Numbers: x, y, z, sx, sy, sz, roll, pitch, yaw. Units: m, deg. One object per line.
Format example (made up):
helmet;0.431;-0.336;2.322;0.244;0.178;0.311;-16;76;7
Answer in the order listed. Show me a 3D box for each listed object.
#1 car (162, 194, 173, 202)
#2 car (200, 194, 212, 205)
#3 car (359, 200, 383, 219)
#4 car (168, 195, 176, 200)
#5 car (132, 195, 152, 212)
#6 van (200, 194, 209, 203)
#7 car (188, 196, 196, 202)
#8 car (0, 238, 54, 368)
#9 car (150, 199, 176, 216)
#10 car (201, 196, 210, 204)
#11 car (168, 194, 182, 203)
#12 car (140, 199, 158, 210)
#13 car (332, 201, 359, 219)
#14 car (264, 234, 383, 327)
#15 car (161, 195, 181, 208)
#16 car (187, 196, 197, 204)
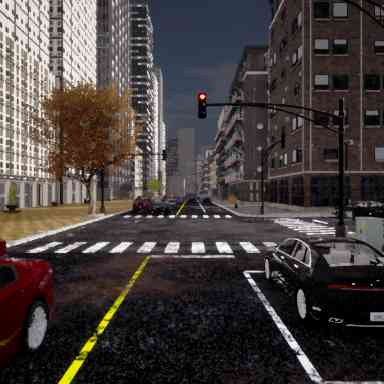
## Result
car;-5.724;1.386;77.990;2.192;1.841;5.009;0;0;0
car;2.664;1.611;61.424;1.947;1.339;4.313;0;0;0
car;14.727;1.345;23.789;4.181;1.385;1.994;-1;0;-1
car;-5.730;1.654;94.558;2.008;1.369;4.403;0;0;0
car;-5.709;1.336;39.330;2.192;1.841;5.009;0;0;0
van;2.659;1.402;72.471;1.690;1.788;3.998;0;0;0
car;-0.032;1.625;78.883;1.994;1.385;4.181;0;0;0
car;-3.101;1.478;3.228;1.882;1.535;5.008;0;0;0
car;-2.818;1.615;32.360;1.895;1.301;4.718;0;0;-4
car;2.662;1.578;67.117;1.752;1.417;4.829;0;0;0
car;-3.065;1.401;65.502;2.097;1.767;4.553;0;0;0
car;-5.710;1.592;44.853;1.947;1.339;4.313;0;0;0
car;13.414;1.350;26.355;4.403;1.369;2.008;-1;1;-1
car;2.685;1.551;6.945;2.008;1.369;4.403;0;0;0
car;-3.116;1.522;48.816;2.128;1.511;4.902;0;0;0
car;0.076;1.616;66.664;1.994;1.385;4.181;0;0;0
